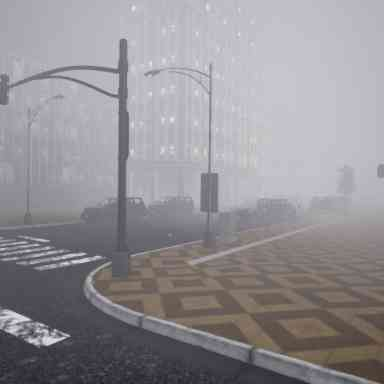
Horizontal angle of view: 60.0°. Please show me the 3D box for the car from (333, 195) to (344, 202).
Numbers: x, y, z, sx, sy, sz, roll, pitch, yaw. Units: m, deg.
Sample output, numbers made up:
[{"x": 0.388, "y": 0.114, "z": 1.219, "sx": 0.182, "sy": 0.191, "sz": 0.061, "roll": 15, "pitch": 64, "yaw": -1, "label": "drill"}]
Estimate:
[{"x": 36.319, "y": 1.570, "z": 82.378, "sx": 1.752, "sy": 1.417, "sz": 4.829, "roll": 1, "pitch": 1, "yaw": 35, "label": "car"}]

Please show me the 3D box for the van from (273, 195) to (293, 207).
[{"x": 13.948, "y": 1.345, "z": 50.846, "sx": 1.690, "sy": 1.788, "sz": 3.998, "roll": 1, "pitch": 0, "yaw": 35, "label": "van"}]

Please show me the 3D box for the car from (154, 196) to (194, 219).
[{"x": -1.755, "y": 1.283, "z": 28.939, "sx": 2.192, "sy": 1.841, "sz": 5.009, "roll": 1, "pitch": 0, "yaw": 35, "label": "car"}]

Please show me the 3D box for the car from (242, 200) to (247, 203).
[{"x": 7.769, "y": 1.430, "z": 42.252, "sx": 1.967, "sy": 1.590, "sz": 4.097, "roll": 1, "pitch": 0, "yaw": 35, "label": "car"}]

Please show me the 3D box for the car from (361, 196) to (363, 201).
[{"x": 44.102, "y": 1.655, "z": 84.162, "sx": 2.128, "sy": 1.511, "sz": 4.902, "roll": 1, "pitch": 1, "yaw": 35, "label": "car"}]

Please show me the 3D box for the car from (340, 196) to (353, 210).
[{"x": 20.374, "y": 1.436, "z": 46.286, "sx": 2.192, "sy": 1.841, "sz": 5.009, "roll": 1, "pitch": 0, "yaw": 35, "label": "car"}]

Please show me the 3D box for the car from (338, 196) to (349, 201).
[{"x": 39.612, "y": 1.623, "z": 87.020, "sx": 1.947, "sy": 1.339, "sz": 4.313, "roll": 1, "pitch": 1, "yaw": 35, "label": "car"}]

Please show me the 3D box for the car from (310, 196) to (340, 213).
[{"x": 15.386, "y": 1.427, "z": 39.164, "sx": 2.192, "sy": 1.841, "sz": 5.009, "roll": 1, "pitch": 0, "yaw": 35, "label": "car"}]

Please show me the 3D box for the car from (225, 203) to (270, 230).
[{"x": 3.299, "y": 1.668, "z": 22.004, "sx": 1.802, "sy": 1.307, "sz": 4.206, "roll": 1, "pitch": 0, "yaw": 35, "label": "car"}]

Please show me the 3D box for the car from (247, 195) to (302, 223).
[{"x": 6.797, "y": 1.409, "z": 26.927, "sx": 2.192, "sy": 1.841, "sz": 5.009, "roll": 1, "pitch": 0, "yaw": 35, "label": "car"}]

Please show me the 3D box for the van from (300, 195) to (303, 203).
[{"x": 17.158, "y": 1.351, "z": 55.370, "sx": 1.690, "sy": 1.788, "sz": 3.998, "roll": 1, "pitch": 0, "yaw": 35, "label": "van"}]

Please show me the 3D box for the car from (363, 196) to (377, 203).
[{"x": 39.634, "y": 1.598, "z": 73.432, "sx": 1.967, "sy": 1.590, "sz": 4.097, "roll": 1, "pitch": 1, "yaw": 35, "label": "car"}]

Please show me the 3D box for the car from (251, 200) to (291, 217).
[{"x": 8.065, "y": 1.609, "z": 33.375, "sx": 2.033, "sy": 1.411, "sz": 5.357, "roll": 1, "pitch": 1, "yaw": 35, "label": "car"}]

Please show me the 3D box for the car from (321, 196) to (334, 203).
[{"x": 29.996, "y": 1.616, "z": 73.469, "sx": 1.802, "sy": 1.307, "sz": 4.206, "roll": 1, "pitch": 1, "yaw": 35, "label": "car"}]

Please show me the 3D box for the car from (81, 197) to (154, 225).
[{"x": -5.418, "y": 1.274, "z": 23.775, "sx": 2.192, "sy": 1.841, "sz": 5.009, "roll": 1, "pitch": 0, "yaw": 35, "label": "car"}]
